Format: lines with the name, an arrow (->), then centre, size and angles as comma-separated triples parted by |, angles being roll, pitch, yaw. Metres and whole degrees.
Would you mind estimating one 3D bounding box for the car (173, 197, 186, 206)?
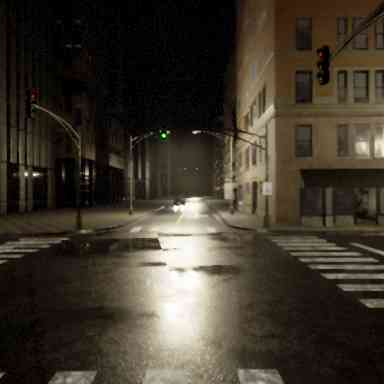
car -> -2.030, 1.531, 55.069 | 2.128, 1.511, 4.902 | 0, 0, 1
